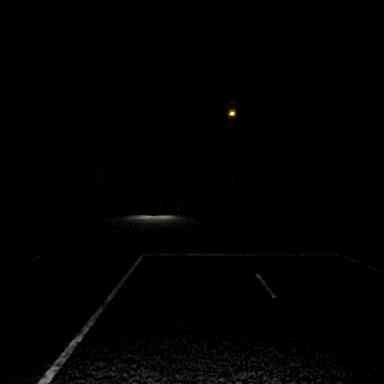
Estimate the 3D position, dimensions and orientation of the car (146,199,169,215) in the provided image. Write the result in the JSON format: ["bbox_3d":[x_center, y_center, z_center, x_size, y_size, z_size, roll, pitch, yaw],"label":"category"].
[{"bbox_3d":[-3.451,1.434,33.716,1.882,1.535,5.008,0,0,0],"label":"car"}]
